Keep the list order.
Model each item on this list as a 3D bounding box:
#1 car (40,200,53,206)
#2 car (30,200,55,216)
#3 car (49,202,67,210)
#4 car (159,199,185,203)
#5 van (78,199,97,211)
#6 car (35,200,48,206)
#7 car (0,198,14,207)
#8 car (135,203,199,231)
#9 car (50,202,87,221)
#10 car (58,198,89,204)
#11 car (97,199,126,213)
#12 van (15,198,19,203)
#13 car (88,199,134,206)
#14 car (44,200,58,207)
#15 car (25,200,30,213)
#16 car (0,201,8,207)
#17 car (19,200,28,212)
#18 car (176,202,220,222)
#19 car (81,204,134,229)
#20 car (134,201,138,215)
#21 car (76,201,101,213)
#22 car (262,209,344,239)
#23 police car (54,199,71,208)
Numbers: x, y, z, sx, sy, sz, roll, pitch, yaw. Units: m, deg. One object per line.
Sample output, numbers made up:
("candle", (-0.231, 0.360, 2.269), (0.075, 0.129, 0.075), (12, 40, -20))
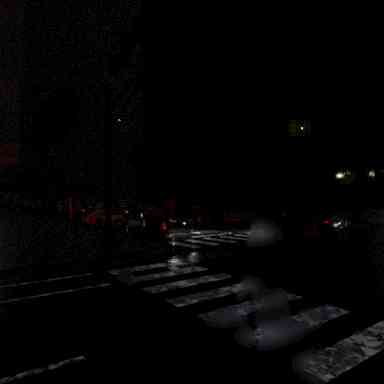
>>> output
("car", (-34.749, 2.659, 79.170), (1.947, 1.339, 4.313), (-1, 0, -35))
("car", (-17.702, 1.900, 40.451), (2.192, 1.841, 5.009), (-1, 0, -35))
("car", (-23.865, 2.414, 59.275), (1.895, 1.301, 4.718), (0, -1, -35))
("car", (-2.366, 1.668, 33.601), (2.192, 1.841, 5.009), (-1, 0, -35))
("van", (-17.074, 2.037, 54.352), (1.690, 1.788, 3.998), (-1, 0, -35))
("car", (-37.762, 2.709, 83.411), (2.008, 1.369, 4.403), (-1, 0, -35))
("car", (-41.294, 2.665, 73.662), (1.887, 1.381, 4.507), (-1, 0, -35))
("car", (-1.850, 1.759, 22.803), (1.837, 1.490, 4.892), (0, -1, -35))
("car", (-12.036, 2.004, 32.485), (2.008, 1.369, 4.403), (-1, 0, -35))
("car", (-13.760, 1.755, 39.544), (2.150, 2.045, 5.566), (0, -1, -35))
("car", (-11.191, 1.875, 46.051), (2.192, 1.841, 5.009), (-1, 0, -35))
("van", (-26.191, 2.122, 52.399), (1.690, 1.788, 3.998), (-1, 0, -35))
("car", (-7.605, 1.741, 30.866), (2.097, 1.767, 4.553), (0, -1, -35))
("car", (-31.735, 2.594, 74.929), (1.947, 1.339, 4.313), (-1, 0, -35))
("car", (-20.527, 2.195, 44.434), (1.887, 1.381, 4.507), (-1, 0, -35))
("car", (-44.407, 2.769, 78.045), (1.802, 1.307, 4.206), (-1, 0, -35))
("car", (-23.358, 2.156, 48.416), (1.967, 1.590, 4.097), (-1, 0, -35))
("car", (0.581, 1.829, 29.450), (1.887, 1.381, 4.507), (-1, 0, -35))
("car", (-6.279, 1.843, 24.381), (1.752, 1.417, 4.829), (-1, 0, -35))
("car", (-5.302, 2.004, 37.751), (1.802, 1.307, 4.206), (-1, 0, -35))
("car", (-14.374, 2.095, 45.913), (1.837, 1.490, 4.892), (0, -2, -35))
("car", (5.744, 1.618, 17.620), (1.994, 1.385, 4.181), (0, -2, -35))
("police car", (-25.460, 2.306, 65.428), (1.930, 1.638, 5.238), (0, -1, -35))
